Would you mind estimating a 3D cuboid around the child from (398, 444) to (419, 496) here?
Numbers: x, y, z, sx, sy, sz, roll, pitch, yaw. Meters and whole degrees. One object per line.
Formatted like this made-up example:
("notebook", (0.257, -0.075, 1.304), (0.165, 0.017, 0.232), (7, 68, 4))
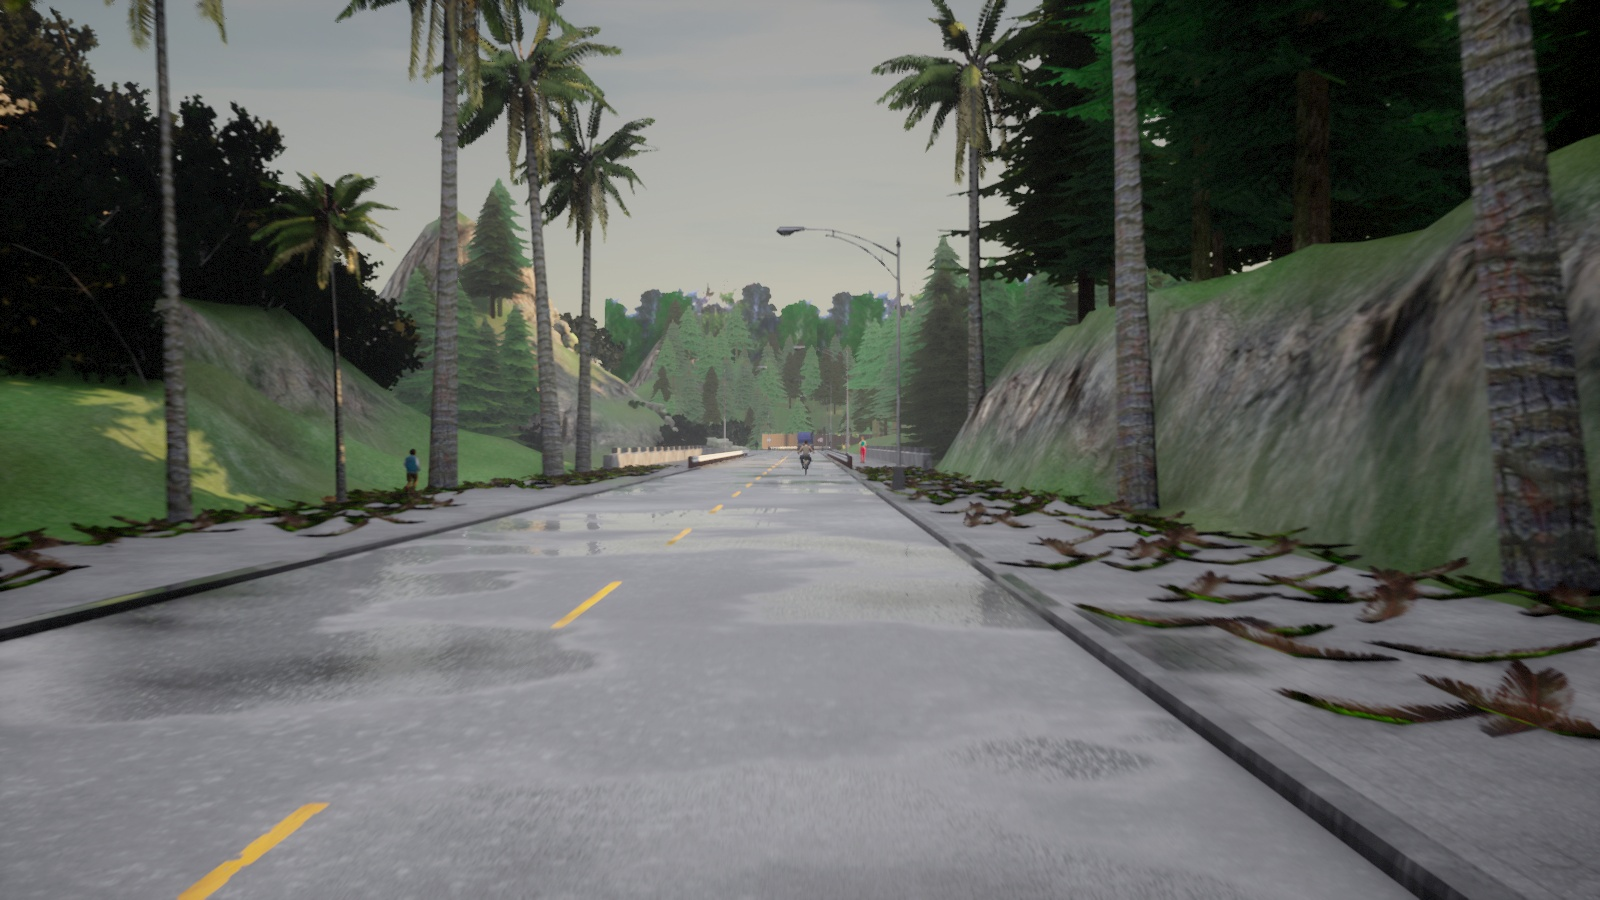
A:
("child", (-9.080, 0.461, 29.128), (0.343, 1.192, 0.448), (0, 0, 1))
